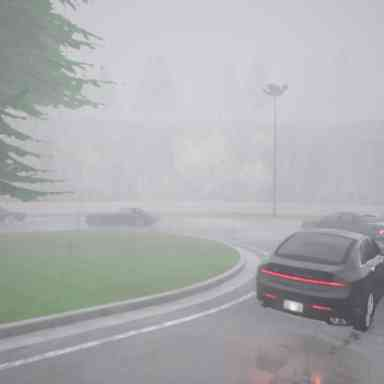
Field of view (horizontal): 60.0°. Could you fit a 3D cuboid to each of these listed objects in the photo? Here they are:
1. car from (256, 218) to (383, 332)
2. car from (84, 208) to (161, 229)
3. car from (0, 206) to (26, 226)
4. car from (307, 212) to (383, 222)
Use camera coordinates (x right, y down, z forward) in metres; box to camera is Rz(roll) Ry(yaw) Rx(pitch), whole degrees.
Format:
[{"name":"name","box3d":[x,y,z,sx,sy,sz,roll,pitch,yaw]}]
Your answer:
[{"name":"car","box3d":[3.065,1.561,7.133,1.837,1.490,4.892,2,1,37]},{"name":"car","box3d":[-4.495,1.676,21.719,4.718,1.301,1.895,0,0,7]},{"name":"car","box3d":[-13.781,1.613,22.138,4.718,1.301,1.895,1,0,-37]},{"name":"car","box3d":[7.659,1.682,16.278,2.033,1.411,5.357,1,0,-20]}]
